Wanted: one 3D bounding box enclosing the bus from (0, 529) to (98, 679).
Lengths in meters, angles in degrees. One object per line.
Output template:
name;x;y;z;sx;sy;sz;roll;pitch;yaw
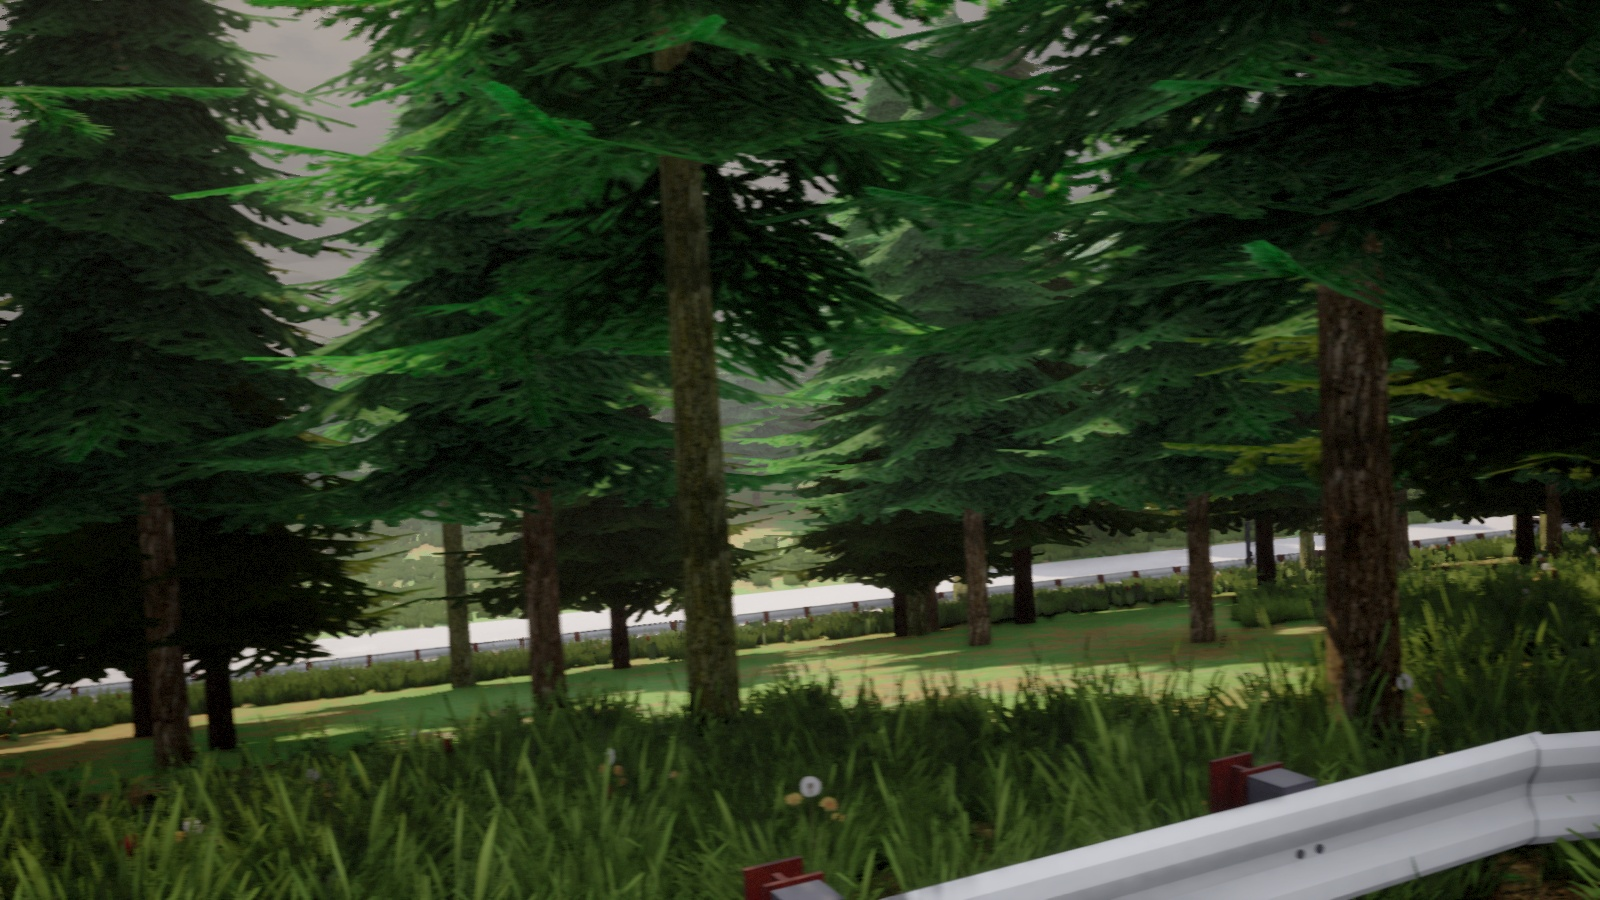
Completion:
bus;-29.334;5.642;47.609;3.944;4.253;10.273;-6;3;-27

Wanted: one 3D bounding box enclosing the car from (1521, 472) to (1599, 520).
car;32.748;1.913;53.102;3.705;1.549;1.789;-5;3;-17
